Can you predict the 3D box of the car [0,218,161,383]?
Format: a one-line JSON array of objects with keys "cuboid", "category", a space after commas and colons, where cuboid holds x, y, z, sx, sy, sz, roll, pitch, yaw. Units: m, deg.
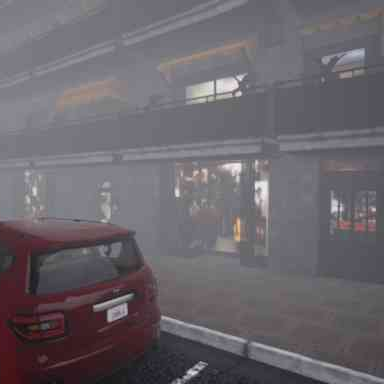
[{"cuboid": [-2.701, 1.315, 4.789, 5.009, 1.841, 2.192, 0, 1, 36], "category": "car"}]
